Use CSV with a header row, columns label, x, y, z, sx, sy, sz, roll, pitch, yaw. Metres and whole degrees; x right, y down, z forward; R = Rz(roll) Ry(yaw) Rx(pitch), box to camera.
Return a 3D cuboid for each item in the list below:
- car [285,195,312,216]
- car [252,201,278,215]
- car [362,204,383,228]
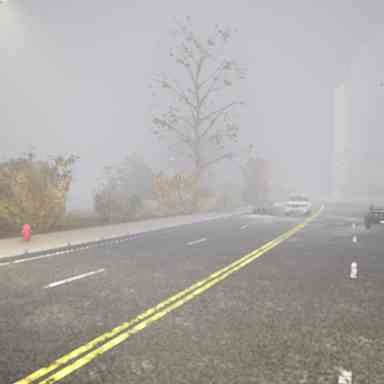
label,x,y,z,sx,sy,sz,roll,pitch,yaw
car,11.015,1.323,34.280,2.150,2.045,5.566,0,0,25
car,7.722,1.655,34.913,1.994,1.385,4.181,0,0,25
car,12.764,1.582,22.571,1.837,1.490,4.892,0,0,25
